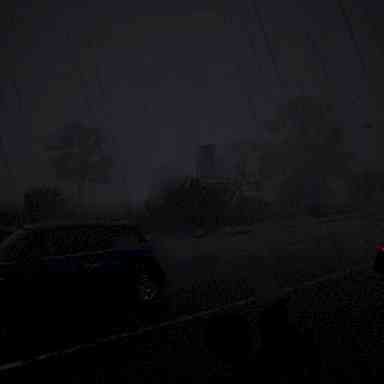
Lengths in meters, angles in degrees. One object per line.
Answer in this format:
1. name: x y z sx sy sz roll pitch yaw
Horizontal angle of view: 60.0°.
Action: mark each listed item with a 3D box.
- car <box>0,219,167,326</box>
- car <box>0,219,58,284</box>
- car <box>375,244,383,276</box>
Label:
1. car: -2.806 1.373 6.438 4.553 1.767 2.097 0 0 -37
2. car: -6.051 1.543 8.369 4.674 1.442 1.812 0 0 -36
3. car: 6.941 1.643 9.440 4.181 1.385 1.994 0 0 -40
